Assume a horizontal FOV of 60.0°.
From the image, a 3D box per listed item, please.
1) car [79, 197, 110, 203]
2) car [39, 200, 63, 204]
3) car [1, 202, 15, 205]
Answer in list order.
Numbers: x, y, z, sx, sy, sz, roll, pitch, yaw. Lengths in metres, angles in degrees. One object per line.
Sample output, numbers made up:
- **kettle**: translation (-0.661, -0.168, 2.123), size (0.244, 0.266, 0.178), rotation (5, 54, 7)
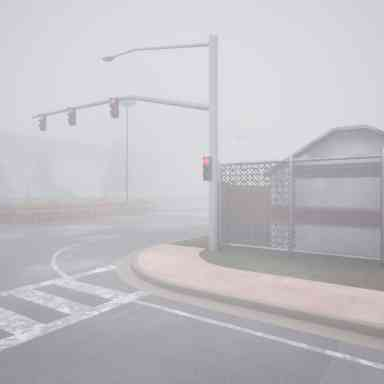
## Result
- **car**: translation (-13.003, 1.500, 44.095), size (1.837, 1.490, 4.892), rotation (0, 1, 34)
- **car**: translation (-14.964, 1.564, 34.864), size (1.994, 1.385, 4.181), rotation (0, 0, 34)
- **car**: translation (-20.391, 1.547, 33.044), size (2.033, 1.411, 5.357), rotation (0, 0, 34)
